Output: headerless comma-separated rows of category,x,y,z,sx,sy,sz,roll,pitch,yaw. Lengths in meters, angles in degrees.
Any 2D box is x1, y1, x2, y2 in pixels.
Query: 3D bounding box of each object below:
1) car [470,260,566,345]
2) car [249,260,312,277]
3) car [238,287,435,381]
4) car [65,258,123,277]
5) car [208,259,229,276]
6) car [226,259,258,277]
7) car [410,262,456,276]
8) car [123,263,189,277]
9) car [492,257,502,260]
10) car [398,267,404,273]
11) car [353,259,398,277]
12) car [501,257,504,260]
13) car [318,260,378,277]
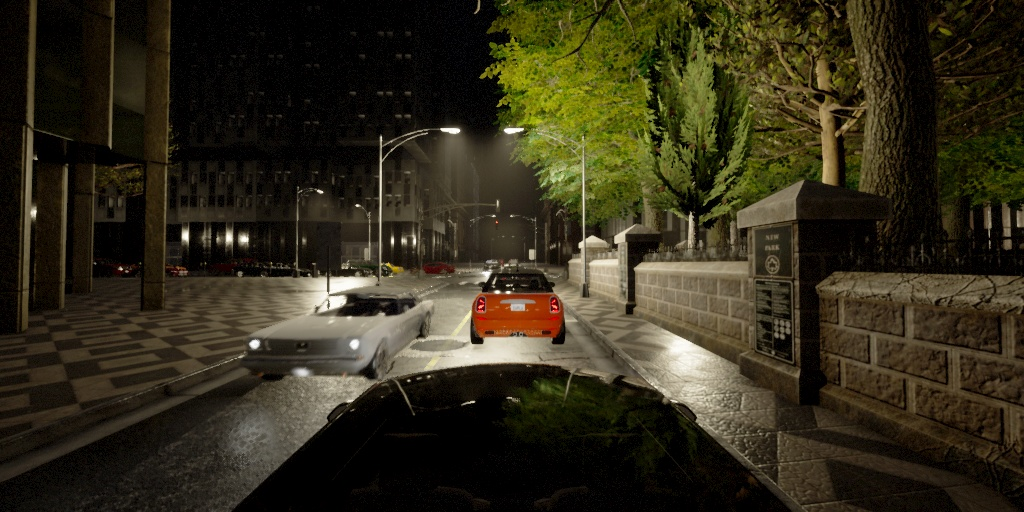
car,0.130,1.106,9.707,2.097,1.767,4.553,0,0,0
car,-20.019,1.288,31.539,4.313,1.339,1.948,0,0,1
car,-2.978,1.354,7.306,1.895,1.301,4.718,0,0,0
car,-36.557,1.060,31.706,5.009,1.841,2.192,0,0,1
car,-30.966,1.235,40.173,5.009,1.841,2.192,0,0,1
car,-23.882,1.289,34.257,4.892,1.490,1.837,0,-1,0
car,-8.196,1.368,37.284,4.674,1.442,1.812,0,-1,1
car,-31.044,1.319,31.650,4.207,1.307,1.802,0,0,1
car,-2.873,1.323,50.770,2.128,1.511,4.902,0,0,0
car,-14.599,1.423,40.008,4.829,1.417,1.751,0,0,1
car,-13.737,1.123,34.156,4.553,1.767,2.097,0,-1,0
car,-2.809,1.366,61.145,1.837,1.490,4.892,0,0,1
car,-14.506,1.265,31.484,4.403,1.370,2.007,0,0,1
